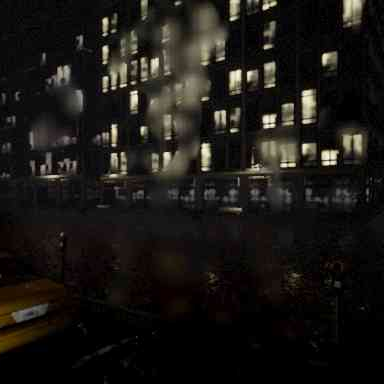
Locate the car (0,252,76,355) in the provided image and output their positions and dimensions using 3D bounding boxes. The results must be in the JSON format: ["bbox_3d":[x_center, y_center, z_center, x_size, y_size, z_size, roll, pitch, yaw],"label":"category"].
[{"bbox_3d":[-3.995,1.573,5.713,4.829,1.417,1.752,-1,0,35],"label":"car"}]
